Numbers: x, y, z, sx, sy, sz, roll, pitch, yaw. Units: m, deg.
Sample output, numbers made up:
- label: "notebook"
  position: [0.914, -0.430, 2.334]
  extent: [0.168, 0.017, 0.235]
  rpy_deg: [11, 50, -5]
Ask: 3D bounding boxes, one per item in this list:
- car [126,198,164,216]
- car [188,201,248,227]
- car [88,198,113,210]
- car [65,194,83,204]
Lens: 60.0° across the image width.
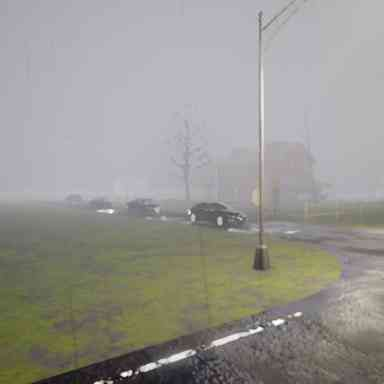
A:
- label: "car"
  position: [-4.410, 1.354, 30.809]
  extent: [2.128, 1.511, 4.902]
  rpy_deg: [0, 0, -35]
- label: "car"
  position: [1.612, 1.396, 22.287]
  extent: [1.837, 1.490, 4.892]
  rpy_deg: [0, 0, -35]
- label: "car"
  position: [-11.112, 1.397, 40.307]
  extent: [1.994, 1.385, 4.181]
  rpy_deg: [0, 0, -36]
- label: "car"
  position: [-21.170, 1.114, 59.630]
  extent: [2.097, 1.767, 4.553]
  rpy_deg: [0, 0, -35]
